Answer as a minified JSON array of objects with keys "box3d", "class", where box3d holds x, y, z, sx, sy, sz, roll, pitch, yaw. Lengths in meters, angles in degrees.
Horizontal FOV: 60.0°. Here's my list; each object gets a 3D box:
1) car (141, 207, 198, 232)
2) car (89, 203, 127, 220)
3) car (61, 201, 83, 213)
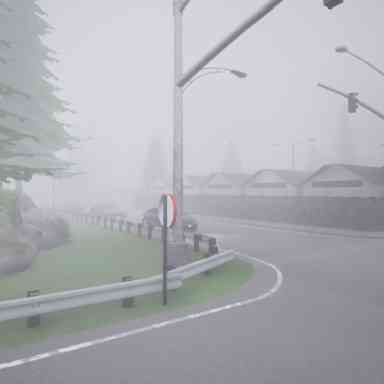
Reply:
[{"box3d":[-1.512,1.696,20.984,1.837,1.490,4.892,0,0,-35],"class":"car"},{"box3d":[-7.610,1.739,29.742,2.033,1.411,5.357,0,0,-34],"class":"car"},{"box3d":[-14.327,1.736,39.540,2.033,1.411,5.357,0,0,-30],"class":"car"}]
